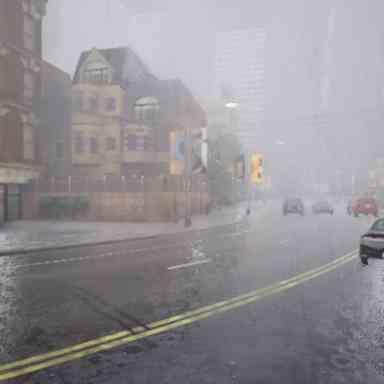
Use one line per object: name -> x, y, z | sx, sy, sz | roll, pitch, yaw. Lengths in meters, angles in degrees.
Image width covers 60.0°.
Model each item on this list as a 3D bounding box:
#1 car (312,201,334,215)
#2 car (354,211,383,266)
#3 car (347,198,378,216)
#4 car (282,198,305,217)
car -> 15.807, 1.844, 40.331 | 2.097, 1.767, 4.553 | 0, -1, 15
car -> 7.115, 1.612, 11.273 | 2.128, 1.511, 4.902 | -1, -1, 40
car -> 18.341, 1.609, 35.938 | 2.150, 2.045, 5.566 | 0, 0, 15
car -> 11.263, 1.630, 36.925 | 2.150, 2.045, 5.566 | 0, -1, 15
